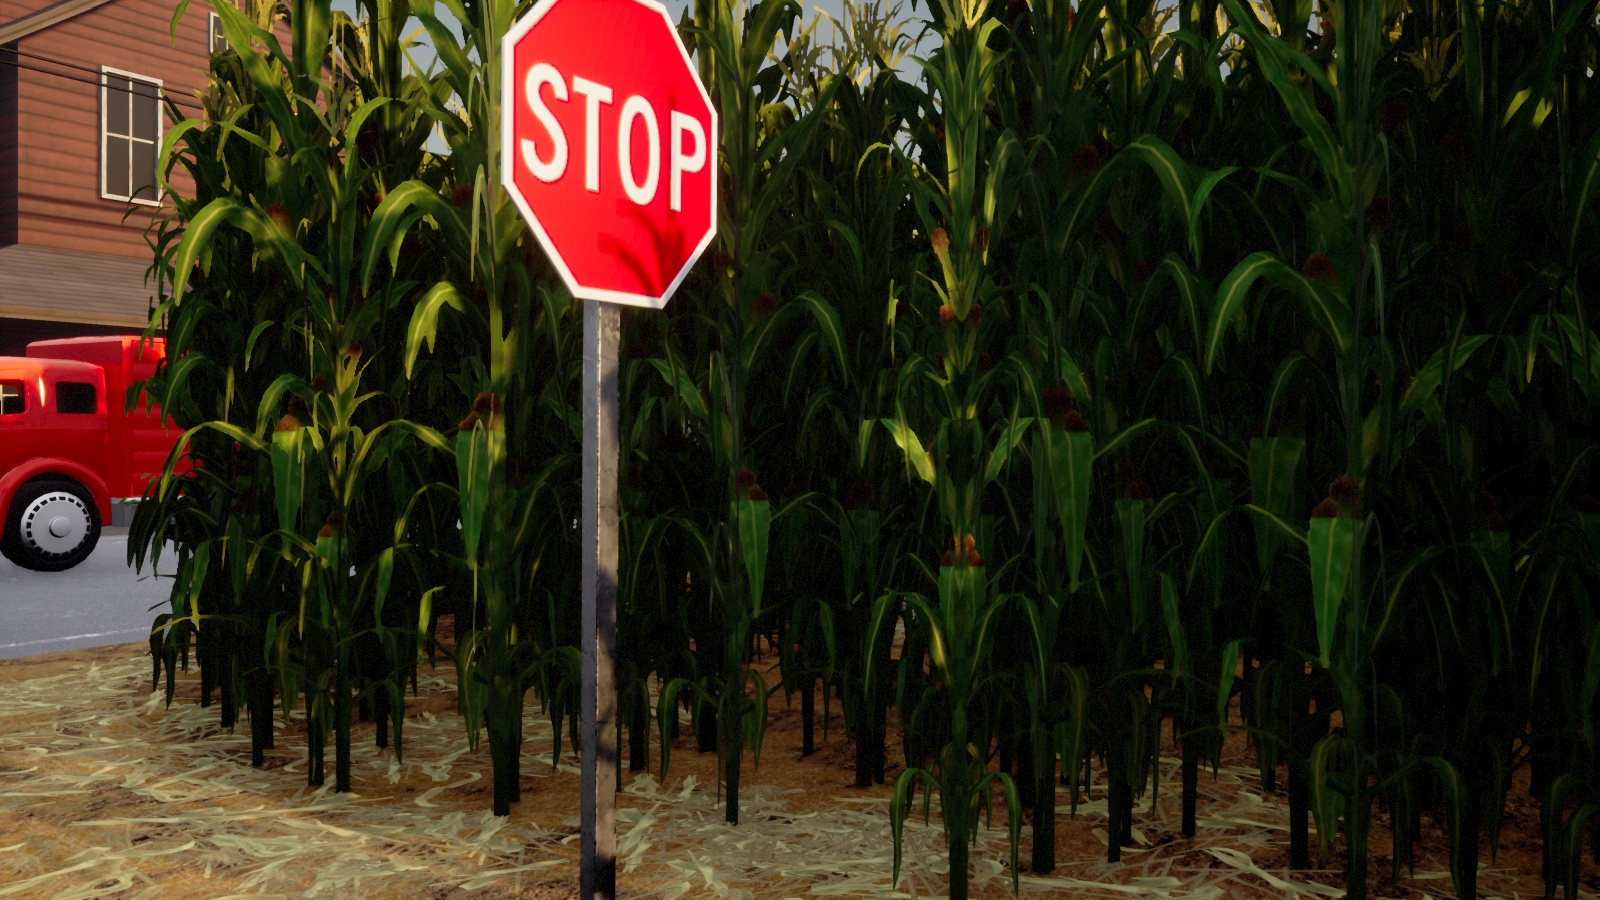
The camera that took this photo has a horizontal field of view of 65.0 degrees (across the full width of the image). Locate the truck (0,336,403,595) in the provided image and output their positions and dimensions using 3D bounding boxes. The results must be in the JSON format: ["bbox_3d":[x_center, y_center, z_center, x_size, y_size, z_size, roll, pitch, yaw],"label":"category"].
[{"bbox_3d":[-7.577,0.115,14.479,2.627,2.467,5.204,0,1,33],"label":"truck"}]
